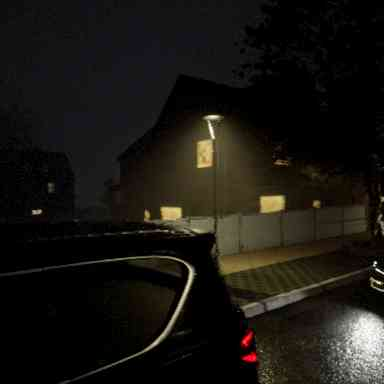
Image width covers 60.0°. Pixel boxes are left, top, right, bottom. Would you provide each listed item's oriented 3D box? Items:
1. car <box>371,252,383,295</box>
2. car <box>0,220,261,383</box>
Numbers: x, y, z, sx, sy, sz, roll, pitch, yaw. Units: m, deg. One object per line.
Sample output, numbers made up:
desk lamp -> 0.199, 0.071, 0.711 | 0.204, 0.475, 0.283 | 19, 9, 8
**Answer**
car -> 5.857, 1.435, 7.453 | 4.892, 1.490, 1.837 | -1, 0, -37
car -> -2.061, 1.275, 1.529 | 5.566, 2.045, 2.150 | -1, 0, -37
